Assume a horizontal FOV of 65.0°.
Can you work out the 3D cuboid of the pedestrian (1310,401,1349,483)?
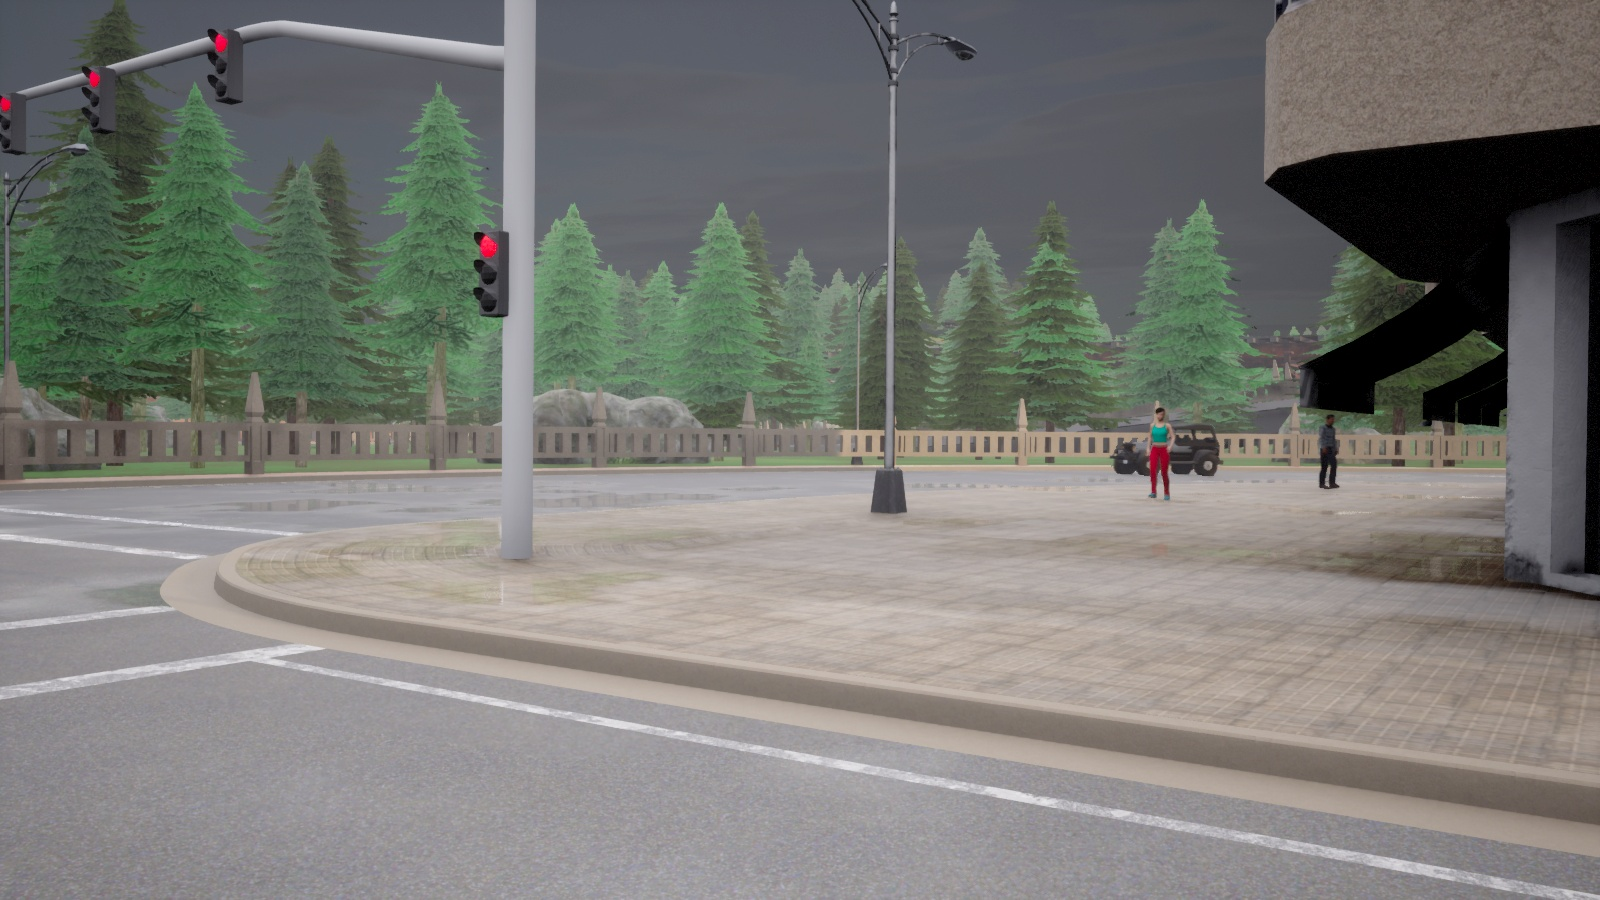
[{"bbox_3d":[12.771,-0.200,30.304,0.423,1.949,0.788,-1,1,-25],"label":"pedestrian"}]

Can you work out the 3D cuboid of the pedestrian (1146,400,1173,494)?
[{"bbox_3d":[7.103,-0.067,24.804,0.345,1.836,0.594,0,1,35],"label":"pedestrian"}]

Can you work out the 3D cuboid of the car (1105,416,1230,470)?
[{"bbox_3d":[13.144,-0.262,45.026,3.866,1.878,1.905,-1,1,-15],"label":"car"}]
